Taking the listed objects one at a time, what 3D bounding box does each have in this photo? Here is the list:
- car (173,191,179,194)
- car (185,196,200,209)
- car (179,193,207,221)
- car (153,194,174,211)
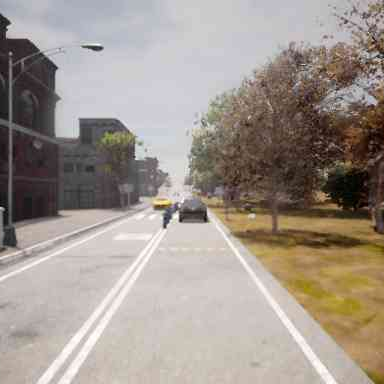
[{"bbox_3d":[-3.748,0.562,79.431,1.837,1.490,4.892,0,1,-1],"label":"car"},{"bbox_3d":[0.004,1.272,43.063,1.837,1.490,4.892,0,1,0],"label":"car"},{"bbox_3d":[0.069,1.217,25.936,2.097,1.767,4.553,0,1,0],"label":"car"},{"bbox_3d":[-3.418,1.280,38.414,1.882,1.535,5.008,0,1,0],"label":"car"}]
